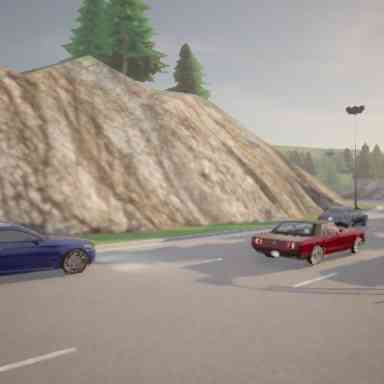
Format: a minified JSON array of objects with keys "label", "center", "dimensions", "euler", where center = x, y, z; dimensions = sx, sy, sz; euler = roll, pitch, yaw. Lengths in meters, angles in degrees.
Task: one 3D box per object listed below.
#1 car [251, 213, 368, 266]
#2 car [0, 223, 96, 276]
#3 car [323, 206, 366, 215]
[{"label":"car","center":[4.283,1.626,11.742],"dimensions":[4.718,1.301,1.895],"euler":[0,0,-40]},{"label":"car","center":[-4.970,1.561,8.913],"dimensions":[4.674,1.442,1.812],"euler":[0,0,-36]},{"label":"car","center":[9.916,1.605,21.778],"dimensions":[4.181,1.385,1.994],"euler":[0,0,-45]}]
